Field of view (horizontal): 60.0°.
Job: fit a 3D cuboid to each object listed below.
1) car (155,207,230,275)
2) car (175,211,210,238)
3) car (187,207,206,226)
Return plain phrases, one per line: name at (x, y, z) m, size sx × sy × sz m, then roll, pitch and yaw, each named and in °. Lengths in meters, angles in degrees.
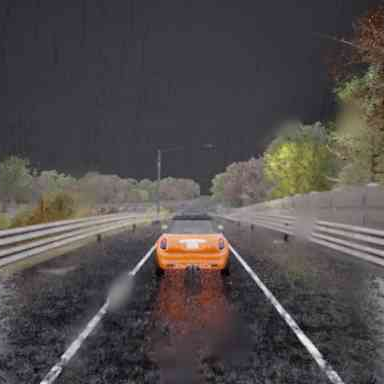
car at (0.019, 1.532, 11.137) m, size 2.097 × 1.767 × 4.553 m, roll 0°, pitch -2°, yaw 0°
car at (0.063, 2.087, 22.409) m, size 2.128 × 1.511 × 4.902 m, roll 0°, pitch -3°, yaw 1°
car at (0.601, 2.876, 39.653) m, size 2.150 × 2.045 × 5.566 m, roll 0°, pitch -4°, yaw 2°
